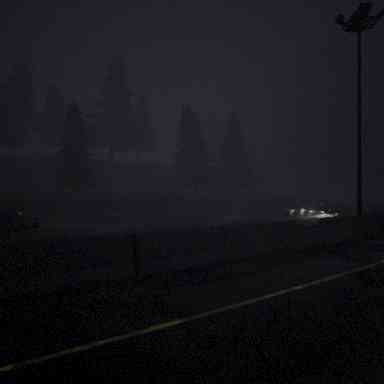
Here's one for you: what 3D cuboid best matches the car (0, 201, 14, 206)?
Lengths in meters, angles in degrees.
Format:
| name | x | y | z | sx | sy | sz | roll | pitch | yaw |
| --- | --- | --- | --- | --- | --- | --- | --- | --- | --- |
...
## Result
| name | x | y | z | sx | sy | sz | roll | pitch | yaw |
| --- | --- | --- | --- | --- | --- | --- | --- | --- | --- |
| car | -13.044 | 1.469 | 20.595 | 4.553 | 1.767 | 2.097 | 0 | 0 | -37 |

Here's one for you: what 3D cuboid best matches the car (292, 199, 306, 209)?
| name | x | y | z | sx | sy | sz | roll | pitch | yaw |
| --- | --- | --- | --- | --- | --- | --- | --- | --- | --- |
| car | 16.879 | 1.880 | 51.071 | 1.812 | 1.442 | 4.674 | 0 | 0 | 35 |

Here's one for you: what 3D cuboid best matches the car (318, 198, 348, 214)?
| name | x | y | z | sx | sy | sz | roll | pitch | yaw |
| --- | --- | --- | --- | --- | --- | --- | --- | --- | --- |
| car | 17.305 | 1.775 | 40.056 | 2.128 | 1.511 | 4.902 | 0 | 0 | 39 |

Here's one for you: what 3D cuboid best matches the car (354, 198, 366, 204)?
| name | x | y | z | sx | sy | sz | roll | pitch | yaw |
| --- | --- | --- | --- | --- | --- | --- | --- | --- | --- |
| car | 38.260 | 1.983 | 75.958 | 1.994 | 1.385 | 4.181 | 0 | 0 | 21 |

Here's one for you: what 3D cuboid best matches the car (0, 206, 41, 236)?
| name | x | y | z | sx | sy | sz | roll | pitch | yaw |
| --- | --- | --- | --- | --- | --- | --- | --- | --- | --- |
| car | -11.015 | 1.649 | 17.675 | 5.357 | 1.411 | 2.033 | 0 | 0 | -36 |

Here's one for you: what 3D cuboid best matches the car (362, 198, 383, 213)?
| name | x | y | z | sx | sy | sz | roll | pitch | yaw |
| --- | --- | --- | --- | --- | --- | --- | --- | --- | --- |
| car | 21.433 | 1.778 | 39.643 | 2.128 | 1.511 | 4.902 | 0 | -1 | 38 |

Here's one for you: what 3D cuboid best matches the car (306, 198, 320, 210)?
| name | x | y | z | sx | sy | sz | roll | pitch | yaw |
| --- | --- | --- | --- | --- | --- | --- | --- | --- | --- |
| car | 18.194 | 1.682 | 46.970 | 2.097 | 1.767 | 4.553 | 0 | -1 | 36 |
